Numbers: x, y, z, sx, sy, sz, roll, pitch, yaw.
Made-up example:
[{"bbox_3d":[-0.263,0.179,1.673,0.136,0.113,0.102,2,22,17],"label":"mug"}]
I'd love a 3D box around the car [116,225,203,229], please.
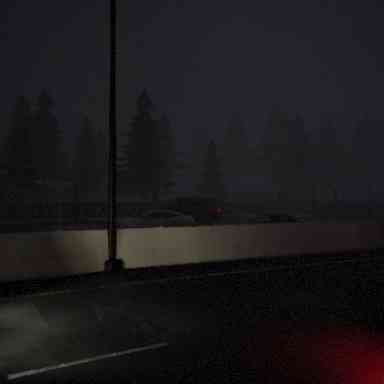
[{"bbox_3d":[-2.049,1.641,17.667,4.674,1.442,1.812,0,-1,-23],"label":"car"}]

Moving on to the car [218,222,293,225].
[{"bbox_3d":[3.573,1.725,16.243,4.718,1.301,1.895,0,0,-21],"label":"car"}]
